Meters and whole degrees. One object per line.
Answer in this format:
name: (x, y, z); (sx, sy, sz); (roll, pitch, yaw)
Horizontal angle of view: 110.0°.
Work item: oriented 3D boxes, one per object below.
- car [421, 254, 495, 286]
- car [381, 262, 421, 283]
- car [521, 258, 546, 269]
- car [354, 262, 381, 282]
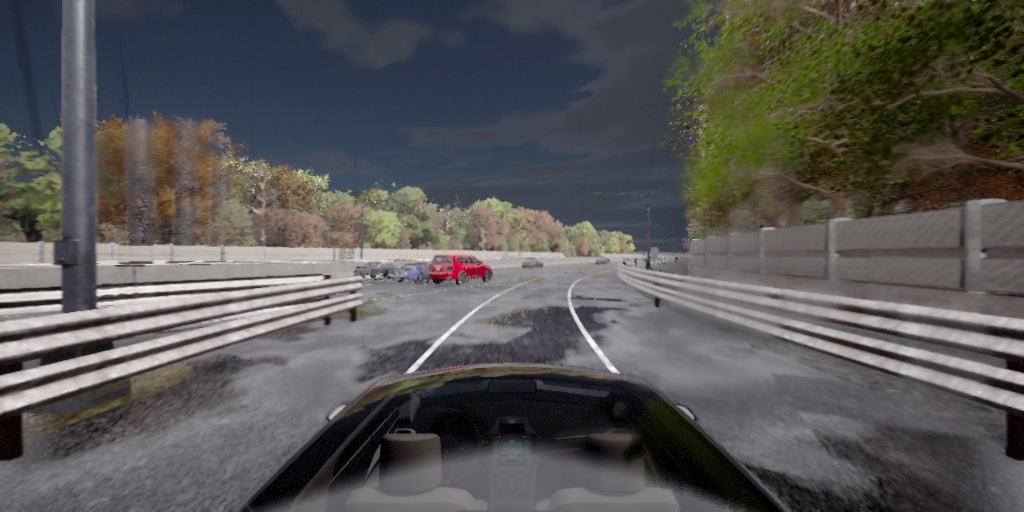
car: (-3.497, 0.912, 25.134); (2.150, 2.045, 5.566); (1, 0, 27)
car: (-6.723, 1.217, 26.547); (2.033, 1.411, 5.357); (0, 0, 27)
car: (3.210, 1.217, 54.158); (2.033, 1.411, 5.357); (0, 0, 27)
car: (-9.902, 1.171, 28.013); (2.128, 1.511, 4.902); (0, 0, 26)
